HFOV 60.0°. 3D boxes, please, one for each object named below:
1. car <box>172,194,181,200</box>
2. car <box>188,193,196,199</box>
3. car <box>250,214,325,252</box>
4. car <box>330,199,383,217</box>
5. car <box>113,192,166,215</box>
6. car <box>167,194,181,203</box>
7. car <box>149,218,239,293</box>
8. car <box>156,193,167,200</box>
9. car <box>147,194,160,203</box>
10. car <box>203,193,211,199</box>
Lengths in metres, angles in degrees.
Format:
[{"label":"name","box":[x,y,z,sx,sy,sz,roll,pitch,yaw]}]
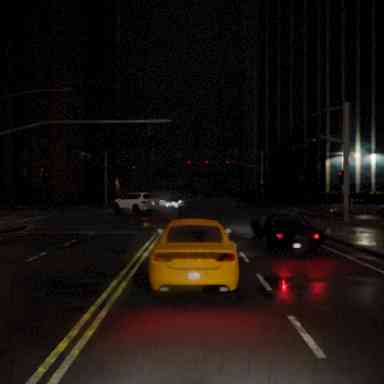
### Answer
[{"label":"car","box":[-3.449,1.190,75.739,1.895,1.301,4.718,0,0,0]},{"label":"car","box":[0.054,0.940,80.486,1.994,1.385,4.181,0,0,0]},{"label":"car","box":[3.590,1.528,13.550,1.895,1.301,4.718,0,0,0]},{"label":"car","box":[14.266,1.374,28.569,4.674,1.442,1.812,0,0,-3]},{"label":"car","box":[-5.324,1.053,31.583,2.150,2.045,5.566,1,0,-43]},{"label":"car","box":[-3.499,1.277,60.854,1.895,1.301,4.718,0,0,1]},{"label":"car","box":[0.060,1.430,8.793,1.882,1.535,5.008,0,0,0]},{"label":"car","box":[-6.949,1.114,76.340,2.128,1.511,4.902,0,0,0]},{"label":"car","box":[-6.997,1.153,60.943,1.882,1.535,5.008,0,0,1]},{"label":"car","box":[3.554,1.004,79.944,1.837,1.490,4.892,0,0,0]}]
